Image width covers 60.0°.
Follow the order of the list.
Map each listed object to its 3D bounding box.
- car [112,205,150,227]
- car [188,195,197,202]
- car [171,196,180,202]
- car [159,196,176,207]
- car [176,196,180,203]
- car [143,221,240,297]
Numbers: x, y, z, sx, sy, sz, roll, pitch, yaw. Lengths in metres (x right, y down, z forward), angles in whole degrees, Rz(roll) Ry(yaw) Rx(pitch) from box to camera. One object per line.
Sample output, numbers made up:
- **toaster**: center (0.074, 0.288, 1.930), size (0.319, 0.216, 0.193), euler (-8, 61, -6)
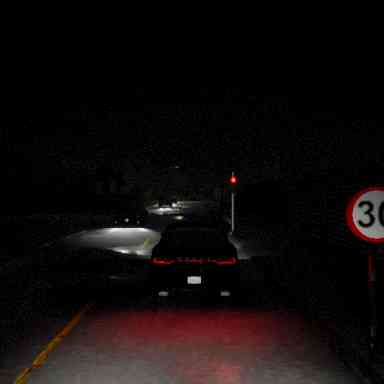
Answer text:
- **car**: center (-4.057, 1.564, 22.706), size (1.994, 1.385, 4.181), euler (0, 0, 0)
- **car**: center (0.135, 1.339, 71.405), size (1.812, 1.442, 4.674), euler (0, 0, 0)
- **car**: center (-3.849, 1.583, 79.646), size (1.895, 1.301, 4.718), euler (0, 0, 0)
- **car**: center (-3.999, 1.491, 50.948), size (2.128, 1.511, 4.902), euler (0, 0, 0)
- **car**: center (-3.920, 1.489, 65.128), size (2.128, 1.511, 4.902), euler (0, 0, 1)
- **car**: center (0.068, 1.478, 8.629), size (1.882, 1.535, 5.008), euler (0, 0, 1)
